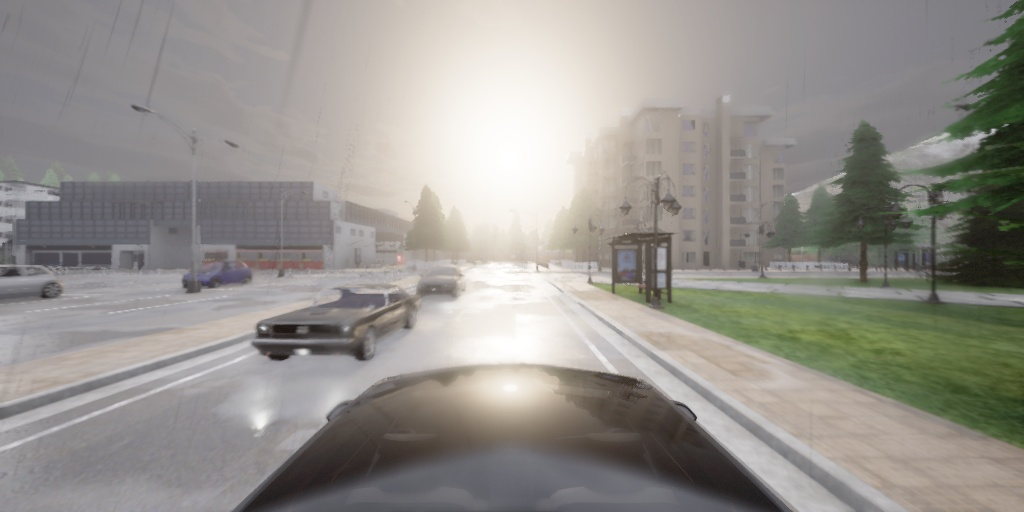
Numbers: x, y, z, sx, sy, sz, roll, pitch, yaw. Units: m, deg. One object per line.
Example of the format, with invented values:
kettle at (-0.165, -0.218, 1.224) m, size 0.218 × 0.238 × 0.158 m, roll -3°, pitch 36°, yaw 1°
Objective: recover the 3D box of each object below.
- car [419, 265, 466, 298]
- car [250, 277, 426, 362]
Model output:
car at (-3.475, 1.244, 18.388) m, size 1.837 × 1.490 × 4.892 m, roll 0°, pitch 0°, yaw 0°
car at (-3.586, 1.343, 8.357) m, size 1.895 × 1.301 × 4.718 m, roll 0°, pitch 0°, yaw 0°
